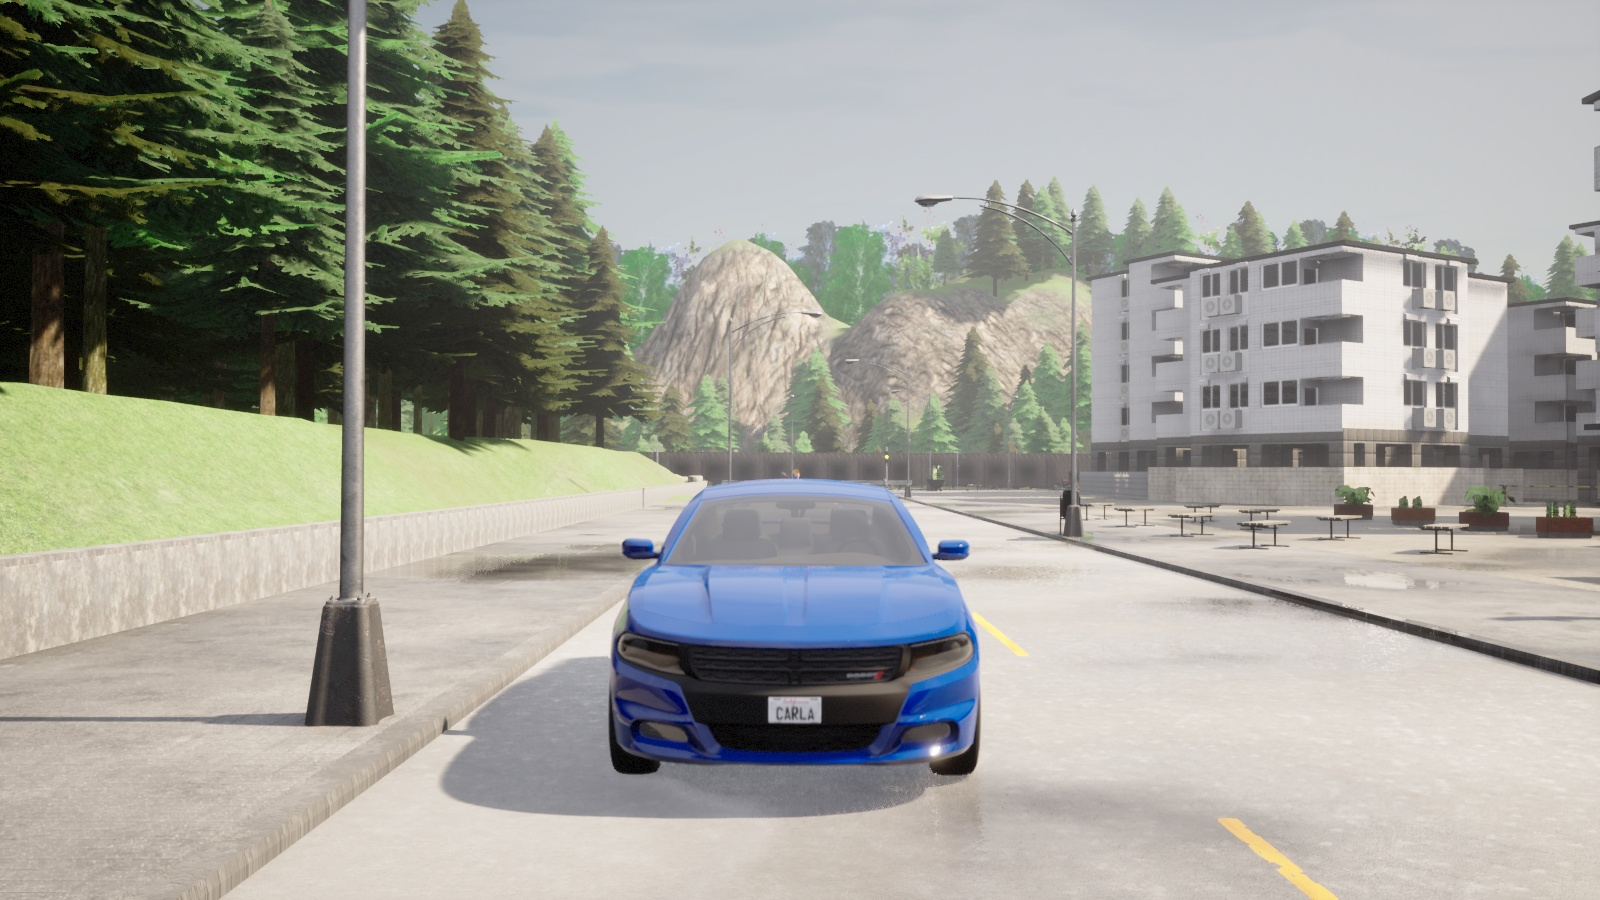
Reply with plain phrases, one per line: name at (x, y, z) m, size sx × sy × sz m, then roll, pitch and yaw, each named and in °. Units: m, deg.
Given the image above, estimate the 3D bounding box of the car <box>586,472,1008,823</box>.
car at (-0.022, 0.929, 8.126) m, size 1.882 × 1.535 × 5.008 m, roll 0°, pitch -1°, yaw 0°
